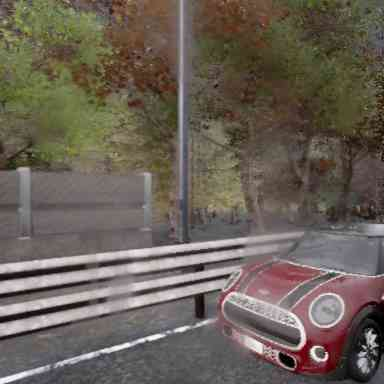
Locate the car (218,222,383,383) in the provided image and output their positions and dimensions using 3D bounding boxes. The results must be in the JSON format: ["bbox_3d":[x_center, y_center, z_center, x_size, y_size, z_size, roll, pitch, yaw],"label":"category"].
[{"bbox_3d":[2.612,1.357,5.548,4.553,1.767,2.097,0,0,-35],"label":"car"}]
